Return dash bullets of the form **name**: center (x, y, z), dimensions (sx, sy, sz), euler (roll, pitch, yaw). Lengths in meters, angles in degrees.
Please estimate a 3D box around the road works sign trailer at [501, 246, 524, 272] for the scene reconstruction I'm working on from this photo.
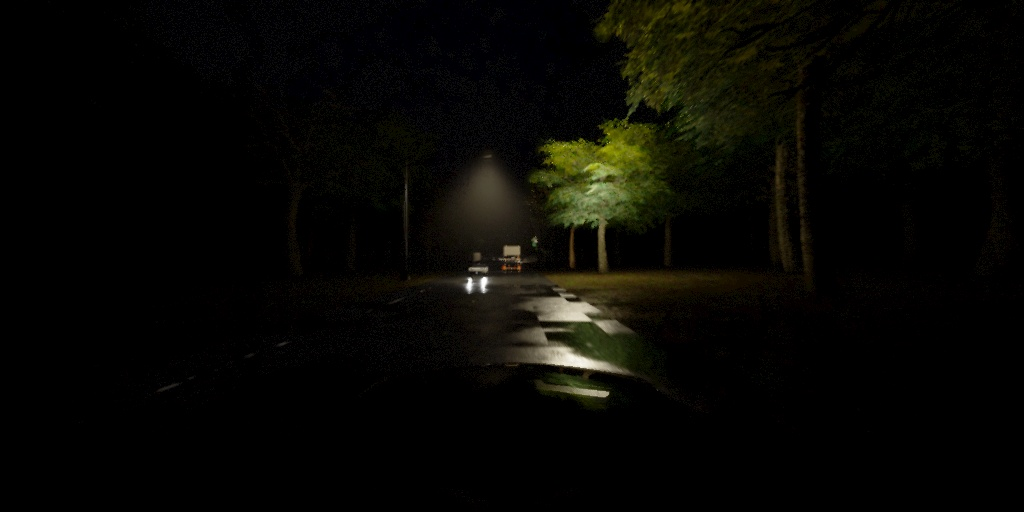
- **road works sign trailer**: center (-0.002, 0.313, 48.528), dimensions (2.380, 3.560, 2.880), euler (0, 0, 0)

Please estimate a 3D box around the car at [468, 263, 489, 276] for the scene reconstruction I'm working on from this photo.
- **car**: center (-3.577, 1.440, 38.683), dimensions (1.895, 1.301, 4.718), euler (0, 0, 0)
